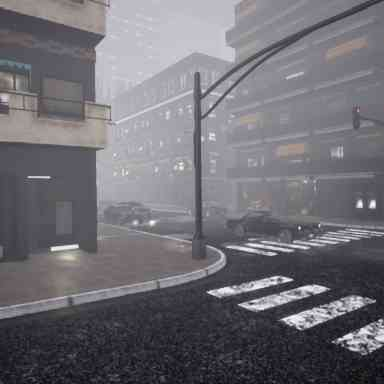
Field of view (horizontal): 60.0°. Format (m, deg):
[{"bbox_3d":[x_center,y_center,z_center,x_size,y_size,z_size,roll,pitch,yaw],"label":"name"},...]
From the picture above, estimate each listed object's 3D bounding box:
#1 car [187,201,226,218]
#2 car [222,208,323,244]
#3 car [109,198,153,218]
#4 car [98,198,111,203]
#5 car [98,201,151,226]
[{"bbox_3d":[1.235,1.512,29.204,2.008,1.369,4.403,-1,1,-36],"label":"car"},{"bbox_3d":[3.907,1.620,16.316,1.895,1.301,4.718,-1,0,-36],"label":"car"},{"bbox_3d":[-5.139,1.540,28.765,1.837,1.490,4.892,-1,1,-36],"label":"car"},{"bbox_3d":[-11.891,1.519,47.264,1.887,1.381,4.507,-1,1,-36],"label":"car"},{"bbox_3d":[-5.139,1.632,24.571,1.947,1.339,4.313,-1,1,-36],"label":"car"}]
